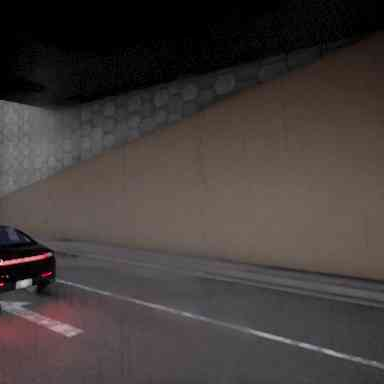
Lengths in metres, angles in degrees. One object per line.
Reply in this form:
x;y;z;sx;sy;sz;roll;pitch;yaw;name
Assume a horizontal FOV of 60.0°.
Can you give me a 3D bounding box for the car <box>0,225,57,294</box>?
-5.097;1.500;7.604;4.902;1.511;2.128;0;0;36;car
